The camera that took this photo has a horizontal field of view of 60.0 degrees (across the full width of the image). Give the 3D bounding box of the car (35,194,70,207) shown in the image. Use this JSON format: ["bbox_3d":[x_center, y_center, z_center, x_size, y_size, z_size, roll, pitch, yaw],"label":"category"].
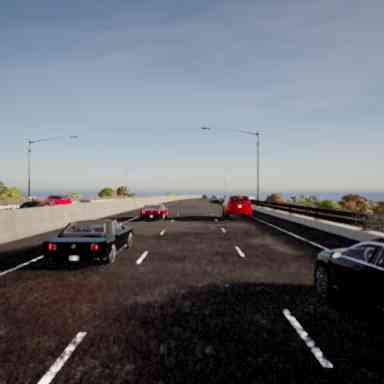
[{"bbox_3d":[-17.057,1.294,41.976,2.150,2.045,5.566,0,0,2],"label":"car"}]

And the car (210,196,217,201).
[{"bbox_3d":[5.935,1.797,90.696,1.812,1.442,4.674,0,0,3],"label":"car"}]

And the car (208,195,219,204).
[{"bbox_3d":[4.912,1.761,68.904,1.895,1.301,4.718,0,0,2],"label":"car"}]

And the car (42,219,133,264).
[{"bbox_3d":[-3.350,1.603,11.727,1.895,1.301,4.718,0,0,0],"label":"car"}]

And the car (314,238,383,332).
[{"bbox_3d":[3.619,1.493,5.486,2.128,1.511,4.902,0,0,0],"label":"car"}]

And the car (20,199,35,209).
[{"bbox_3d":[-20.515,1.640,43.211,1.994,1.385,4.181,0,0,2],"label":"car"}]

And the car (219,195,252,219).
[{"bbox_3d":[3.867,1.261,29.234,2.150,2.045,5.566,0,0,1],"label":"car"}]

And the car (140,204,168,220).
[{"bbox_3d":[-3.147,1.636,28.378,1.895,1.301,4.718,0,0,1],"label":"car"}]

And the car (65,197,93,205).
[{"bbox_3d":[-13.563,1.620,41.817,2.033,1.411,5.357,0,0,2],"label":"car"}]
